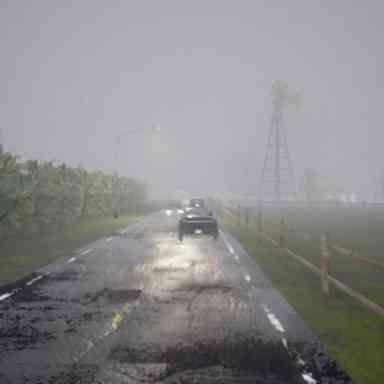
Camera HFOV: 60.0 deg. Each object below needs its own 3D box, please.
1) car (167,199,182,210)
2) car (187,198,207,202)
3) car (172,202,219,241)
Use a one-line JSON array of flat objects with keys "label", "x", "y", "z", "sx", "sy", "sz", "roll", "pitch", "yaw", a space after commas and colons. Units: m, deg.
[{"label": "car", "x": -2.222, "y": 1.631, "z": 44.301, "sx": 1.895, "sy": 1.301, "sz": 4.718, "roll": 0, "pitch": 0, "yaw": 1}, {"label": "car", "x": 0.549, "y": 1.368, "z": 34.601, "sx": 2.097, "sy": 1.767, "sz": 4.553, "roll": 0, "pitch": 0, "yaw": 1}, {"label": "car", "x": 0.309, "y": 1.495, "z": 16.778, "sx": 2.128, "sy": 1.511, "sz": 4.902, "roll": 0, "pitch": 0, "yaw": 1}]
